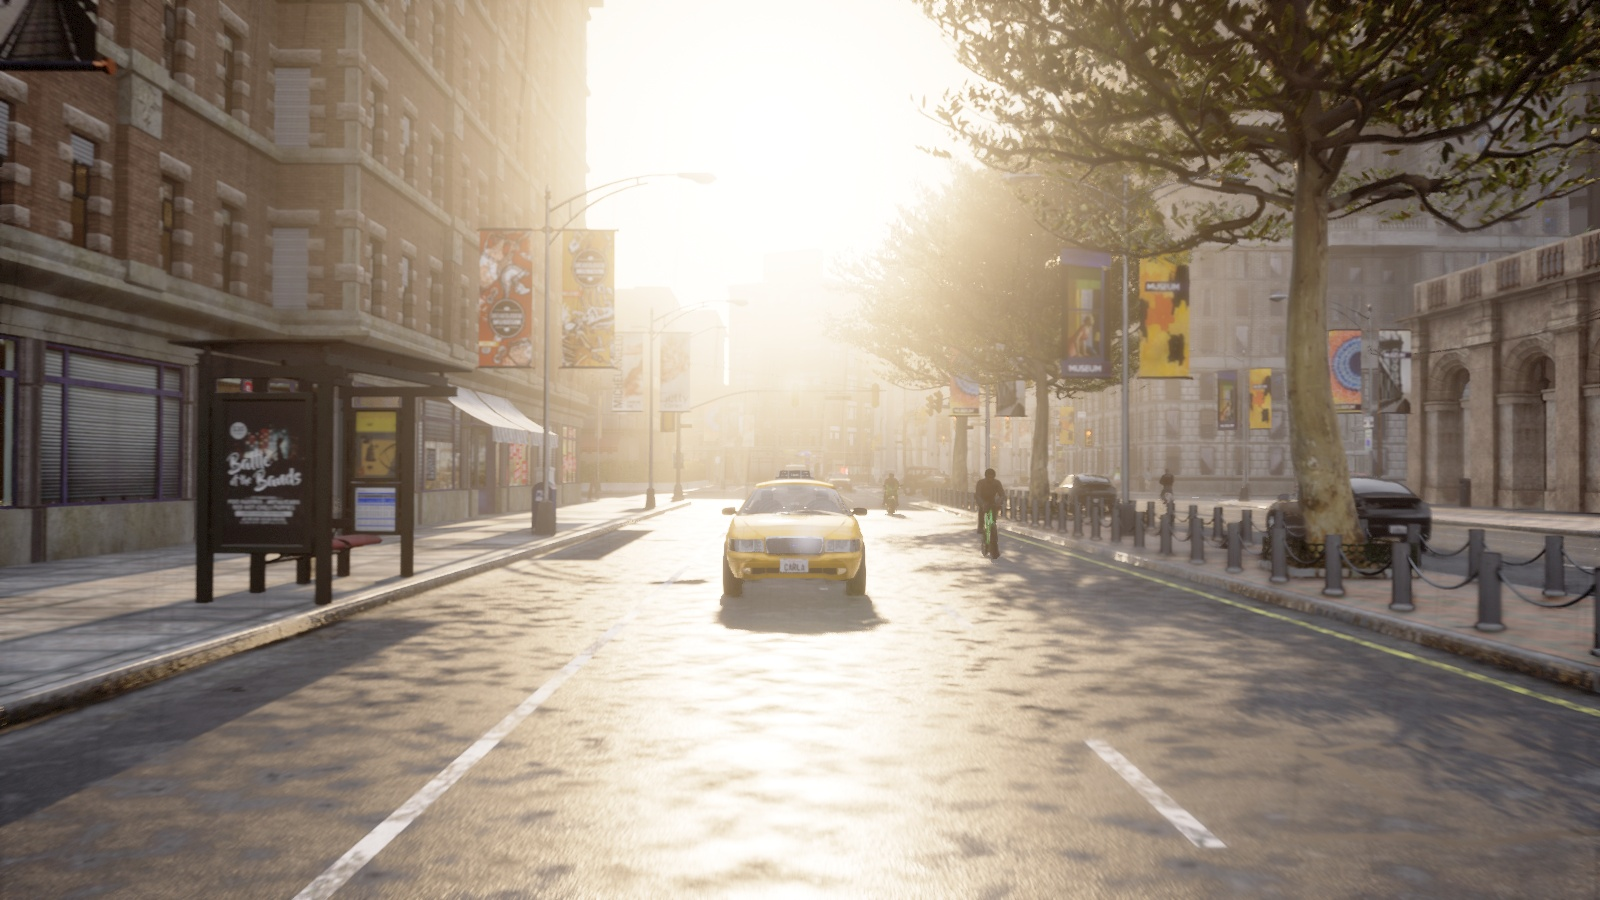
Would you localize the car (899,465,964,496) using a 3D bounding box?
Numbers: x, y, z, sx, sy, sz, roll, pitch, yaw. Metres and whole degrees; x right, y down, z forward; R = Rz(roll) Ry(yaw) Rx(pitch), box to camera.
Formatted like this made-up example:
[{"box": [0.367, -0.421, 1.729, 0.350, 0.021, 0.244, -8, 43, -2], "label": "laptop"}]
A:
[{"box": [8.286, 1.903, 79.253, 1.905, 1.878, 3.866, 0, -1, -40], "label": "car"}]

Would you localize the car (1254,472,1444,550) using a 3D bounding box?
[{"box": [11.403, 1.218, 26.521, 1.837, 1.490, 4.892, 0, -1, 0], "label": "car"}]

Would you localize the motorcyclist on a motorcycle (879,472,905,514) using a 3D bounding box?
[{"box": [3.334, 1.549, 45.747, 0.797, 1.523, 2.044, 0, -1, 0], "label": "motorcyclist on a motorcycle"}]

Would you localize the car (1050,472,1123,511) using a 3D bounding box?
[{"box": [11.248, 1.606, 49.698, 1.837, 1.490, 4.892, 0, -1, 1], "label": "car"}]

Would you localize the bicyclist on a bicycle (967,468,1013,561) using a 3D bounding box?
[{"box": [3.427, 1.134, 22.750, 0.582, 1.620, 1.656, 0, -1, 0], "label": "bicyclist on a bicycle"}]

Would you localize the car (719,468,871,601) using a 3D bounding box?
[{"box": [-0.066, 1.048, 17.581, 1.801, 1.575, 5.366, 0, -1, 0], "label": "car"}]
